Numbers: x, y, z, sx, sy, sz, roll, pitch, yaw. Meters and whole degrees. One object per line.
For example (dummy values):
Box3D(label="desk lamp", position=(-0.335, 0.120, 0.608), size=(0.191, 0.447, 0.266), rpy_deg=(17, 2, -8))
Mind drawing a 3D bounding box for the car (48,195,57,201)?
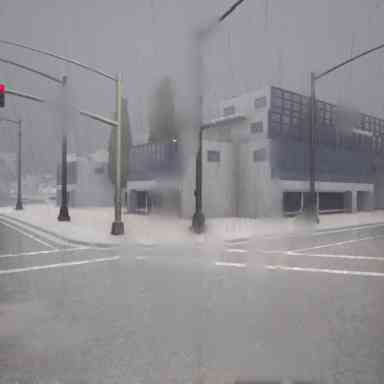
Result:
Box3D(label="car", position=(-33.335, 1.462, 83.125), size=(4.902, 1.511, 2.128), rpy_deg=(0, 0, -7))
